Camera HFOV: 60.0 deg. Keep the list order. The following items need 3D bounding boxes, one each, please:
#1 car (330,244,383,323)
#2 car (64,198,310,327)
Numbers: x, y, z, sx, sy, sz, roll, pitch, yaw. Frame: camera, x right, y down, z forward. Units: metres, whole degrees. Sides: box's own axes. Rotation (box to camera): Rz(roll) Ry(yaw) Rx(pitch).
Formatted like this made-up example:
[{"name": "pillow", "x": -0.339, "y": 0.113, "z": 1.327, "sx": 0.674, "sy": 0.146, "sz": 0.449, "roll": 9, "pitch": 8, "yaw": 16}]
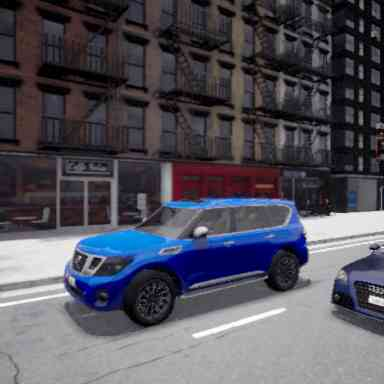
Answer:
[{"name": "car", "x": 4.563, "y": 1.526, "z": 6.351, "sx": 4.181, "sy": 1.385, "sz": 1.994, "roll": 0, "pitch": 0, "yaw": -35}, {"name": "car", "x": 0.211, "y": 1.172, "z": 7.300, "sx": 5.566, "sy": 2.045, "sz": 2.150, "roll": 0, "pitch": 0, "yaw": -35}]
